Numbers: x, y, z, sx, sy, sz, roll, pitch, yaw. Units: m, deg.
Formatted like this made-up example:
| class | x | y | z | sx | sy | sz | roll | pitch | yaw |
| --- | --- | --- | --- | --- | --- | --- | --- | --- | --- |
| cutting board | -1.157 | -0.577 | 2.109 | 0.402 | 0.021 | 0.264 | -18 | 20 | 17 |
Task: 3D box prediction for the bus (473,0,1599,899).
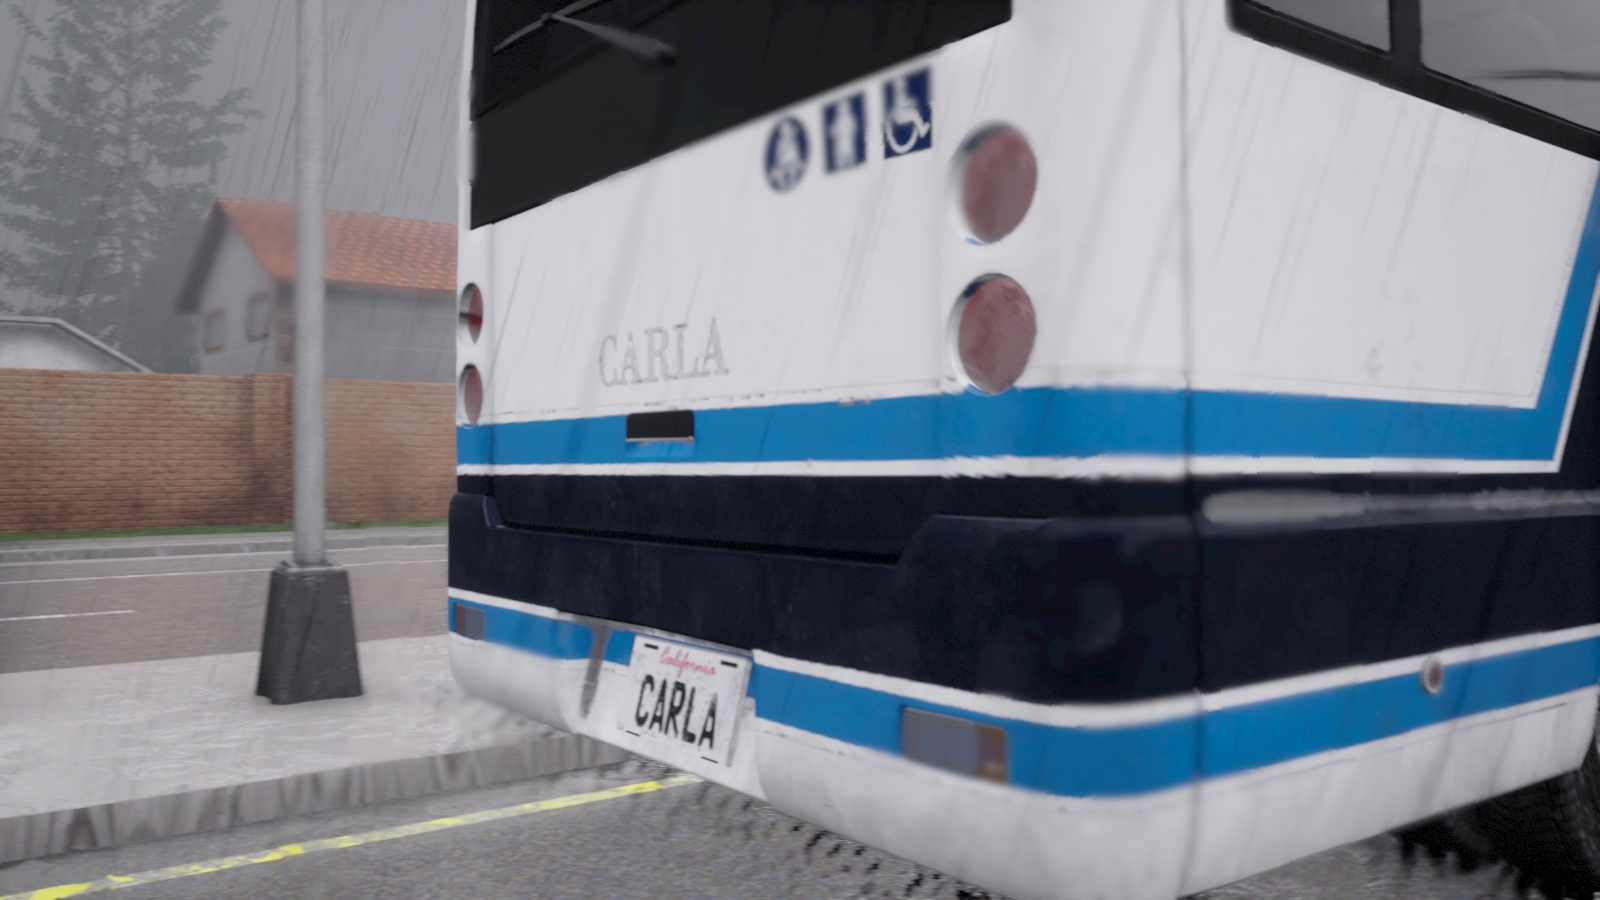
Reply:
| class | x | y | z | sx | sy | sz | roll | pitch | yaw |
| --- | --- | --- | --- | --- | --- | --- | --- | --- | --- |
| bus | 3.916 | -0.664 | 6.804 | 10.273 | 4.253 | 3.944 | 0 | -1 | -37 |
